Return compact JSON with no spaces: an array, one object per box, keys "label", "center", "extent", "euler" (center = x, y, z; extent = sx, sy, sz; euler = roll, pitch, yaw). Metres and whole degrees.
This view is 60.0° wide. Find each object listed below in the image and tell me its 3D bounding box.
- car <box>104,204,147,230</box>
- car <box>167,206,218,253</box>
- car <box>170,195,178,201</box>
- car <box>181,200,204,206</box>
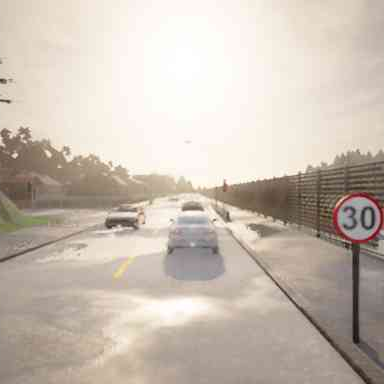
[{"label":"car","center":[-4.032,1.504,21.154],"extent":[2.033,1.411,5.357],"euler":[0,0,0]},{"label":"car","center":[0.046,1.498,13.368],"extent":[1.812,1.442,4.674],"euler":[0,0,1]},{"label":"car","center":[-4.021,1.385,74.952],"extent":[2.033,1.411,5.357],"euler":[0,0,0]},{"label":"car","center":[0.045,1.417,29.028],"extent":[1.882,1.535,5.008],"euler":[0,0,0]}]
